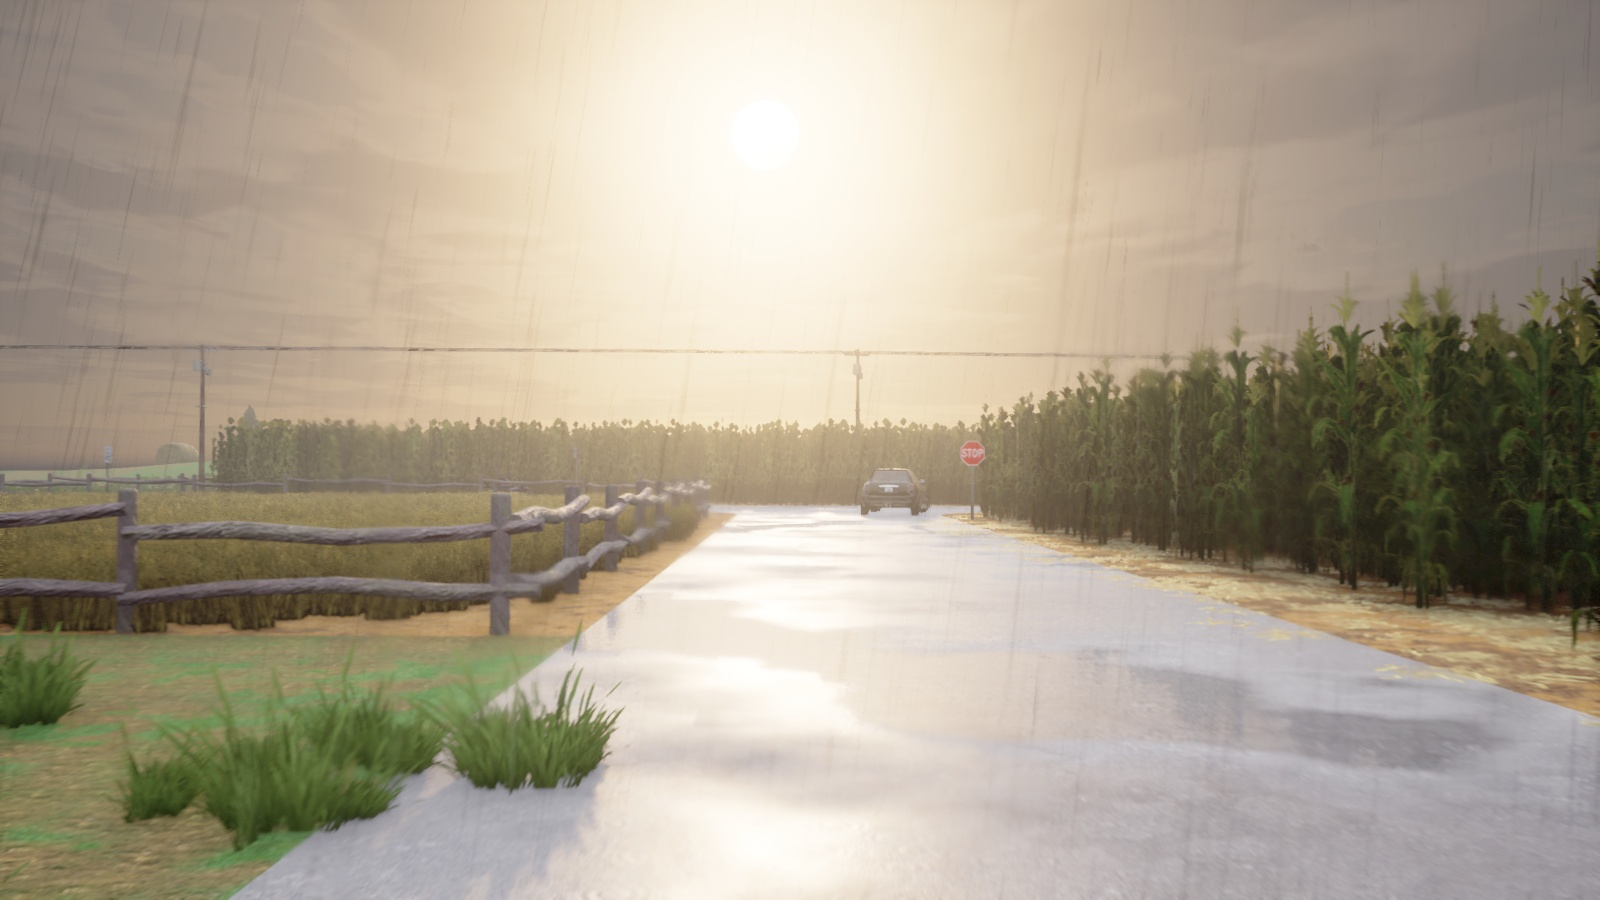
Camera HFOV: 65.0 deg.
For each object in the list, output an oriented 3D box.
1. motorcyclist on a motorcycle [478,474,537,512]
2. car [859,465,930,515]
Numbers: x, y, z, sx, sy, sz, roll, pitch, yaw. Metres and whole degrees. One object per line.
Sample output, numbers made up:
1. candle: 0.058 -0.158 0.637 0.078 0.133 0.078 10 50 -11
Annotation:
1. motorcyclist on a motorcycle: -11.918 1.753 51.161 2.191 1.530 0.866 0 -1 0
2. car: 3.571 1.439 46.643 2.097 1.767 4.553 0 -1 11
